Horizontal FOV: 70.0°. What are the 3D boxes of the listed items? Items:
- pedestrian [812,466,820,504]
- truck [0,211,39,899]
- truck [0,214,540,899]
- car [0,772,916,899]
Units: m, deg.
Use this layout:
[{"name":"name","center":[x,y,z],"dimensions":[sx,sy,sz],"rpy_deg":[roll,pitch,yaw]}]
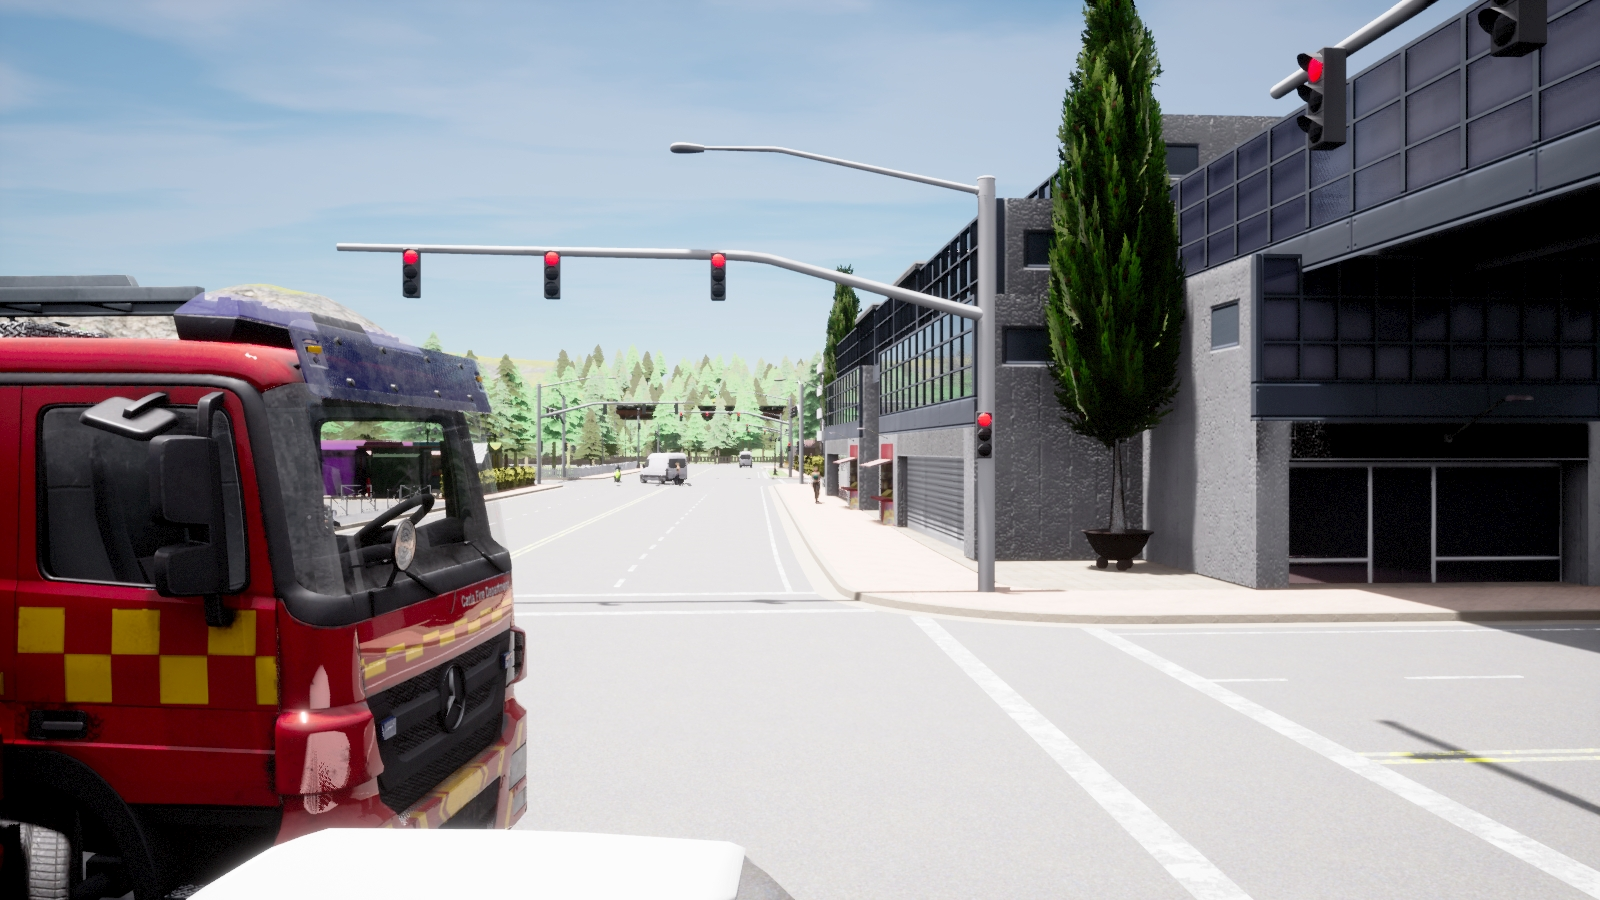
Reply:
[{"name":"pedestrian","center":[0.794,1.696,55.664],"dimensions":[0.375,1.860,0.375],"rpy_deg":[0,0,0]},{"name":"truck","center":[-7.587,0.890,3.490],"dimensions":[8.468,3.827,2.891],"rpy_deg":[0,0,-3]},{"name":"truck","center":[-6.102,0.890,6.659],"dimensions":[8.468,3.827,2.891],"rpy_deg":[0,0,4]},{"name":"car","center":[-1.549,2.065,3.579],"dimensions":[3.806,1.475,1.970],"rpy_deg":[0,0,5]}]
